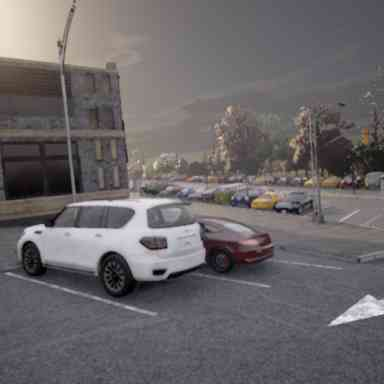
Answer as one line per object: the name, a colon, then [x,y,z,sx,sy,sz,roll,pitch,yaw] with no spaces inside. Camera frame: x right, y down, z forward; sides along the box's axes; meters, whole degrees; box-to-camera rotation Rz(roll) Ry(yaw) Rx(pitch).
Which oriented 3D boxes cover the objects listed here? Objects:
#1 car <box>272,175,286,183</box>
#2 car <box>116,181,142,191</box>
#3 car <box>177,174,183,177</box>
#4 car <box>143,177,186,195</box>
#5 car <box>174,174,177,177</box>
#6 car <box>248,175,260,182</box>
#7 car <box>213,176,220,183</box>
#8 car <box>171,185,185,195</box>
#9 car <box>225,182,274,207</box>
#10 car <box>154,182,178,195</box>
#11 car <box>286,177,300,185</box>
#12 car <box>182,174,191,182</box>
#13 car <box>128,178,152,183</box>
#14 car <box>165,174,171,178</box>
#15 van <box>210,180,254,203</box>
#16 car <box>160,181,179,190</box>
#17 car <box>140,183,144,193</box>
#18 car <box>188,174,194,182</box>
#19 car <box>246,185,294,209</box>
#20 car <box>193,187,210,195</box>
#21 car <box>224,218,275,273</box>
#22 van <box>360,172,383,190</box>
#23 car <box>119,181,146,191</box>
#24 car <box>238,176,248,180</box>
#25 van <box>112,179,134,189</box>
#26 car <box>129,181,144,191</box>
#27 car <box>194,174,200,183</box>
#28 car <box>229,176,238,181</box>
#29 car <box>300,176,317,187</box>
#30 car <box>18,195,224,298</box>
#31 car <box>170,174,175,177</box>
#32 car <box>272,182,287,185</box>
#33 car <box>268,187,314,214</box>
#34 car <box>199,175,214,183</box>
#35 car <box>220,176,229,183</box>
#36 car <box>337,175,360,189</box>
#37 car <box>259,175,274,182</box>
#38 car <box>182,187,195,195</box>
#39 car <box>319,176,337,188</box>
car: [15.319,-1.741,53.457,2.002,1.452,4.674,1,6,42]
car: [-13.354,-1.329,70.488,2.097,1.535,5.008,0,7,45]
car: [-0.223,-3.681,85.402,5.566,2.045,2.435,-7,6,-44]
car: [-4.157,-0.612,51.476,2.435,2.045,5.566,0,7,43]
car: [-1.467,-3.542,88.087,4.792,1.488,2.163,-7,6,-44]
car: [12.706,-2.060,58.838,1.946,1.575,5.366,1,6,43]
car: [7.315,-2.551,69.317,2.163,1.488,4.792,1,6,44]
car: [0.026,0.072,43.444,2.002,1.452,4.674,0,7,42]
car: [5.785,0.408,32.814,2.185,1.767,4.553,0,6,41]
car: [-2.768,-0.187,48.790,2.002,1.452,4.674,1,7,43]
car: [16.714,-1.614,50.848,2.002,1.452,4.674,1,6,42]
car: [0.873,-3.269,82.565,5.366,1.575,1.946,-7,6,-44]
car: [-10.782,-1.172,65.025,2.185,1.767,4.553,1,7,44]
car: [-4.027,-3.851,93.396,5.366,1.575,1.946,-7,6,-44]
van: [4.401,0.170,35.551,1.878,1.987,4.442,0,7,41]
car: [-4.325,-1.217,62.522,1.812,1.442,4.674,-6,5,-26]
car: [-5.520,-0.492,54.167,2.097,1.535,5.008,0,7,43]
car: [2.233,-3.138,79.999,4.892,1.521,2.231,-7,6,-44]
car: [7.423,0.624,30.362,1.946,1.575,5.366,0,6,40]
car: [2.883,0.286,38.123,2.231,1.521,4.892,0,7,41]
car: [0.226,1.489,10.428,4.674,1.452,2.002,-1,0,35]
van: [22.351,-1.379,40.380,1.878,1.987,4.442,1,6,41]
car: [-12.065,-1.187,67.762,2.231,1.521,4.892,1,7,45]
car: [11.254,-2.299,61.345,2.185,1.767,4.553,2,6,43]
van: [-15.785,-1.859,76.031,4.442,1.987,1.878,-9,7,-44]
car: [-8.180,-0.766,59.580,2.097,1.535,5.008,1,7,44]
car: [3.454,-3.119,77.281,4.553,1.767,2.185,-7,6,-44]
car: [9.900,-2.305,63.975,2.097,1.535,5.008,1,6,44]
car: [18.004,-1.515,48.102,1.946,1.575,5.366,1,6,42]
car: [-2.281,1.217,8.715,5.566,2.045,2.435,-1,0,35]
car: [-2.652,-3.693,90.842,4.792,1.488,2.163,-7,6,-44]
car: [8.264,-0.020,38.263,1.812,1.442,4.674,-6,6,-29]
car: [8.630,0.819,27.556,2.163,1.488,4.792,0,7,40]
car: [4.732,-2.855,74.625,5.008,1.535,2.097,-7,6,-45]
car: [8.575,-2.408,66.604,2.163,1.488,4.792,2,6,44]
car: [20.953,-1.406,43.029,2.185,1.767,4.553,0,6,41]
car: [13.914,-2.032,56.043,2.185,1.767,4.553,1,6,43]
car: [1.458,0.198,40.783,2.002,1.452,4.674,0,7,41]
car: [19.667,-1.426,45.788,1.946,1.575,5.366,0,6,41]
